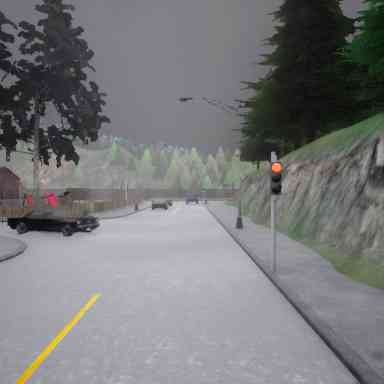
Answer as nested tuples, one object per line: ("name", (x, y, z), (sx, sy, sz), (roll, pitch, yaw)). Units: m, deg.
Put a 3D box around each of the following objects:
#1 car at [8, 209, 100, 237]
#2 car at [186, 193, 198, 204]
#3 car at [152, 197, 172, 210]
("car", (-7.338, 1.601, 17.809), (4.718, 1.301, 1.895), (0, 0, 20))
("car", (0.051, 1.221, 62.528), (2.150, 2.045, 5.566), (0, 0, 0))
("car", (-4.064, 1.478, 42.896), (1.882, 1.535, 5.008), (0, 0, 0))
